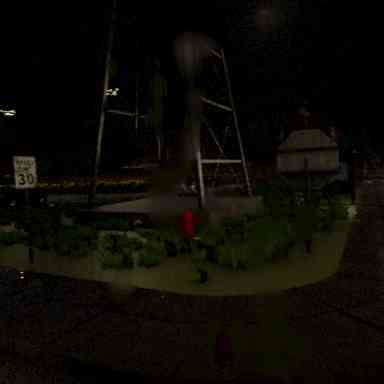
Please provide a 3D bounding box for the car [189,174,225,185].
[{"bbox_3d":[1.925,-1.506,43.110,4.892,1.490,1.837,-1,4,28],"label":"car"}]

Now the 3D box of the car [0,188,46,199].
[{"bbox_3d":[-13.622,0.364,26.470,1.784,1.438,3.905,-1,4,28],"label":"car"}]
